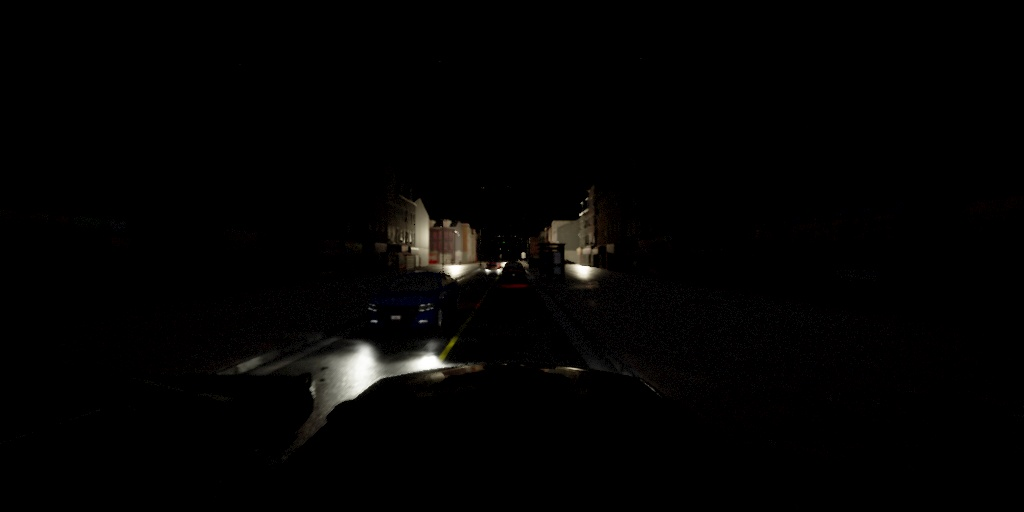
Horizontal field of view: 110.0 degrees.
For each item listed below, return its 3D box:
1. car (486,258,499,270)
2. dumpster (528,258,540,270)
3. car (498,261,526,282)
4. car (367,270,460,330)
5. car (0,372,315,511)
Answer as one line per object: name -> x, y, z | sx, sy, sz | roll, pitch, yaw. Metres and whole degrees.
car -> -2.786, 1.130, 54.327 | 2.097, 1.767, 4.553 | 0, 0, 0
dumpster -> 3.036, 1.173, 49.862 | 1.020, 1.700, 1.940 | 0, 0, 0
car -> 0.118, 1.231, 28.722 | 1.882, 1.535, 5.008 | 0, 0, 0
car -> -2.836, 1.224, 11.264 | 1.882, 1.535, 5.008 | 0, 0, 0
car -> -2.855, 1.349, 1.257 | 1.895, 1.301, 4.718 | 0, 0, 0
